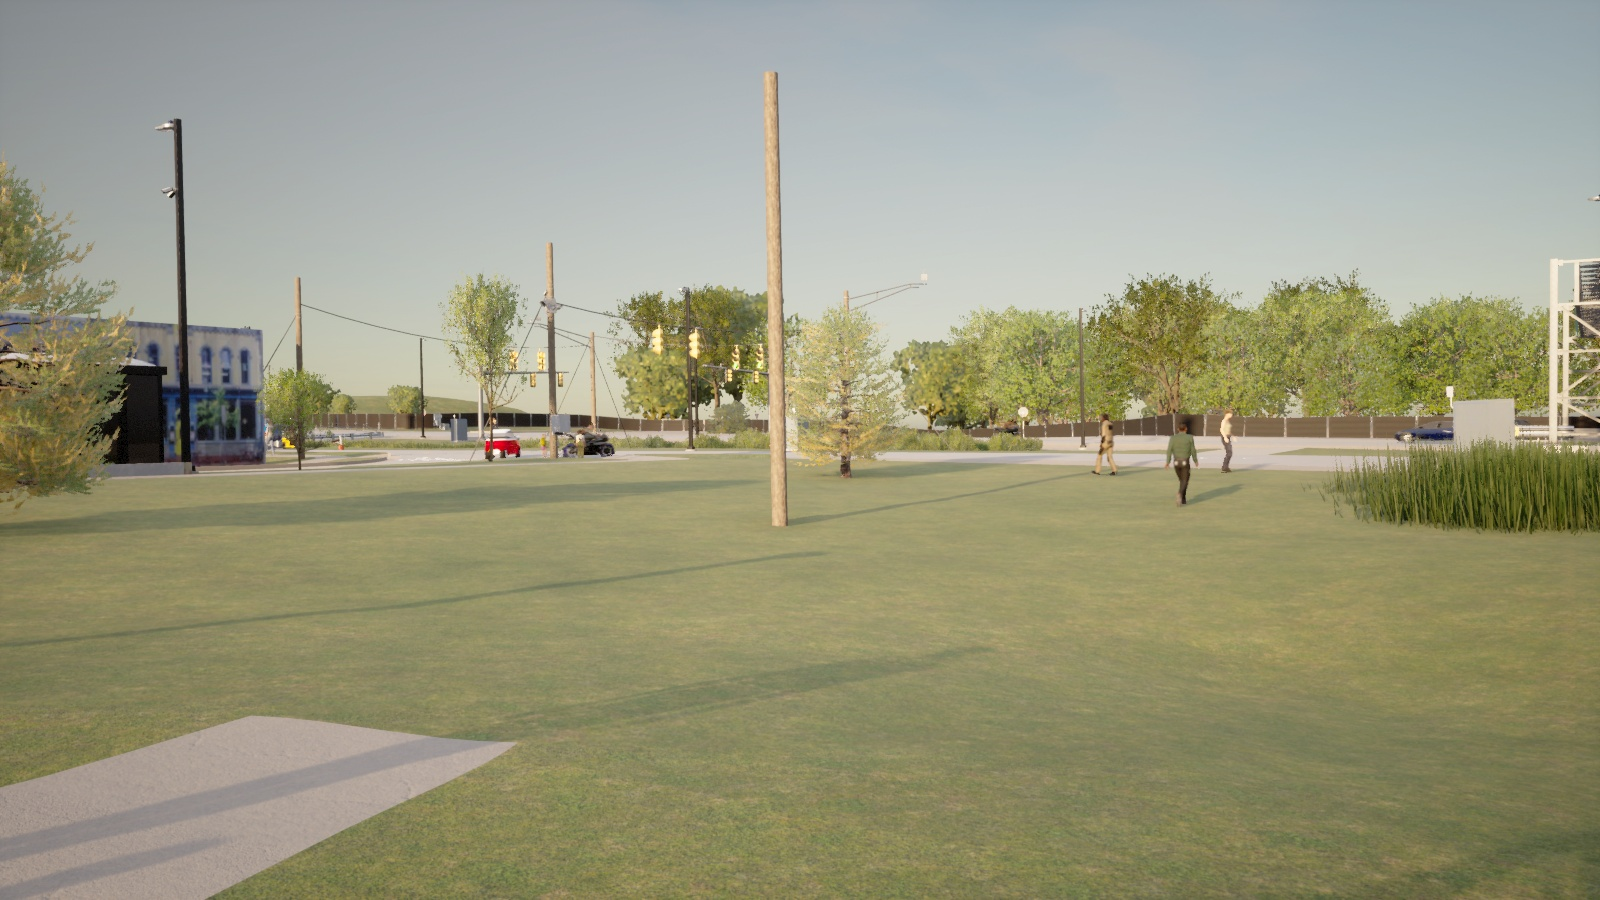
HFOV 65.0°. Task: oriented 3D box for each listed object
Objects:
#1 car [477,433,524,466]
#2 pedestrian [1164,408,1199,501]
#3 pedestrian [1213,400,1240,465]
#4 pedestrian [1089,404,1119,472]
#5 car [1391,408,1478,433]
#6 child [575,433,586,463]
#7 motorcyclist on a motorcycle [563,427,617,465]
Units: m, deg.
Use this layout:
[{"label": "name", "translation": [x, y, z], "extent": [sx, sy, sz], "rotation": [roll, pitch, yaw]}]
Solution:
[{"label": "car", "translation": [-13.826, -0.040, 58.131], "extent": [1.481, 1.376, 2.207], "rotation": [-2, 2, 3]}, {"label": "pedestrian", "translation": [8.058, 0.087, 26.511], "extent": [0.423, 1.949, 0.788], "rotation": [-2, 1, 34]}, {"label": "pedestrian", "translation": [12.239, -0.492, 36.055], "extent": [0.594, 1.836, 0.345], "rotation": [-2, 1, 37]}, {"label": "pedestrian", "translation": [8.713, -0.341, 35.998], "extent": [0.396, 1.930, 0.692], "rotation": [-3, 1, -35]}, {"label": "car", "translation": [40.914, -1.899, 81.024], "extent": [4.792, 1.488, 2.163], "rotation": [0, 2, 32]}, {"label": "child", "translation": [-9.340, -0.103, 53.361], "extent": [0.270, 1.263, 0.437], "rotation": [-2, 1, 10]}, {"label": "motorcyclist on a motorcycle", "translation": [-9.213, -0.183, 55.074], "extent": [2.191, 1.530, 0.866], "rotation": [-3, 3, -19]}]
